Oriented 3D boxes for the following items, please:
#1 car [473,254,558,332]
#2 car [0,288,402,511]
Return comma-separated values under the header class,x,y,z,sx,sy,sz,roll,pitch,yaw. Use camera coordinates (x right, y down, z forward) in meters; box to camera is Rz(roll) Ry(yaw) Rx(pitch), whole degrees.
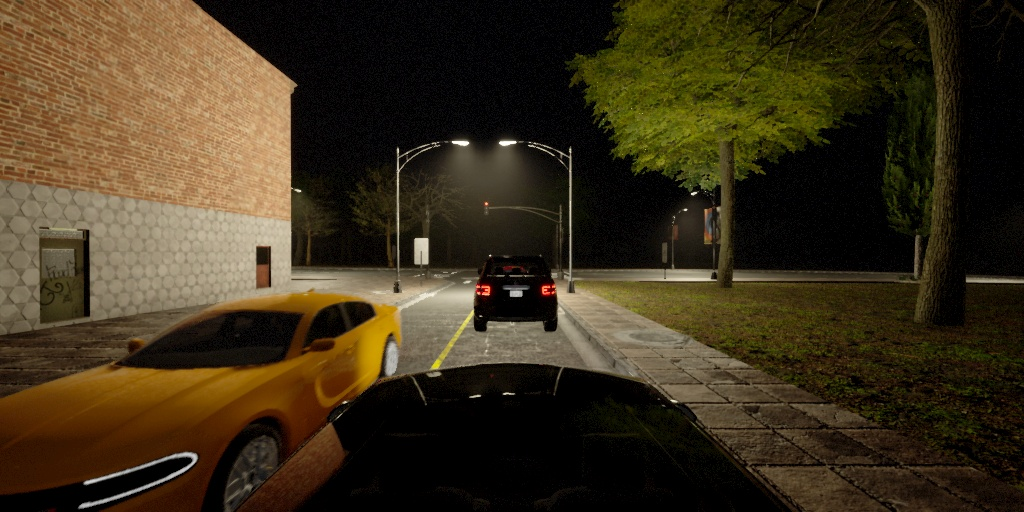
class,x,y,z,sx,sy,sz,roll,pitch,yaw
car,0.086,0.980,11.050,2.150,2.045,5.566,0,0,0
car,-2.850,1.228,4.286,1.882,1.535,5.008,0,0,0
